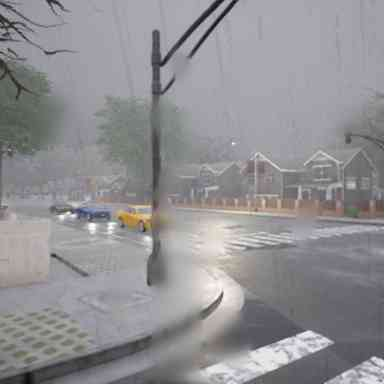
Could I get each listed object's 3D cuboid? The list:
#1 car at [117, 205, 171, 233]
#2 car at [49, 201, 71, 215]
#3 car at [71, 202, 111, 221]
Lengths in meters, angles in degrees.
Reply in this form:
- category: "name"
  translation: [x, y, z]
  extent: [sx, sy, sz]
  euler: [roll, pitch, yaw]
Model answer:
- category: "car"
  translation: [-3.190, 1.636, 21.518]
  extent: [1.882, 1.535, 5.008]
  euler: [0, 0, -35]
- category: "car"
  translation: [-14.884, 1.771, 37.977]
  extent: [2.033, 1.411, 5.357]
  euler: [0, 0, -36]
- category: "car"
  translation: [-8.782, 1.667, 29.391]
  extent: [1.882, 1.535, 5.008]
  euler: [0, 0, -36]
